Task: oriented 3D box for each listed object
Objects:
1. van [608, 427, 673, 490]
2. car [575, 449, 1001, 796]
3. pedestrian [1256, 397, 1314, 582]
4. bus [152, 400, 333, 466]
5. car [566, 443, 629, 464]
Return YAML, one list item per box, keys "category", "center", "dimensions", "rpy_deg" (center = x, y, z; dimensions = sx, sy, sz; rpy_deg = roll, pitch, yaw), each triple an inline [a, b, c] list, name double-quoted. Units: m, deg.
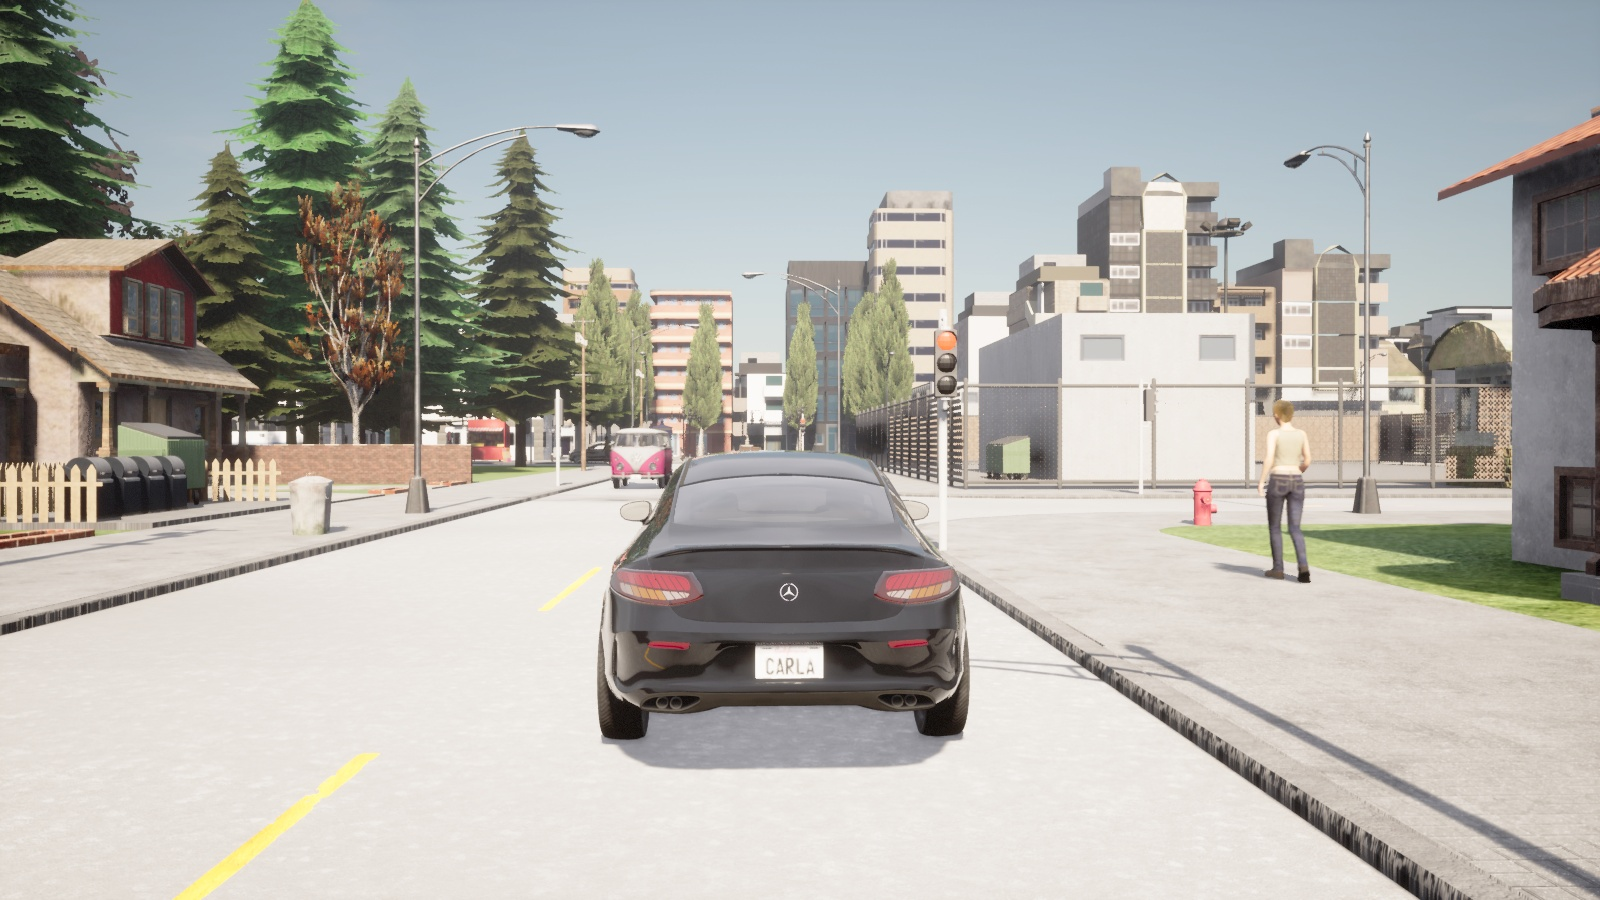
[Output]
- category: "van"
  center: [-5.282, 0.258, 42.027]
  dimensions: [1.775, 1.987, 4.442]
  rpy_deg: [0, 0, -2]
- category: "car"
  center: [-0.142, 0.729, 7.674]
  dimensions: [1.812, 1.442, 4.674]
  rpy_deg: [0, 0, -2]
- category: "pedestrian"
  center: [4.902, 0.388, 12.709]
  dimensions: [0.345, 1.836, 0.594]
  rpy_deg: [0, 0, -1]
- category: "bus"
  center: [-36.825, -1.130, 83.327]
  dimensions: [10.273, 4.253, 3.944]
  rpy_deg: [0, 0, -2]
- category: "car"
  center: [-14.183, 0.251, 88.109]
  dimensions: [4.193, 1.474, 1.816]
  rpy_deg: [0, 0, 0]
